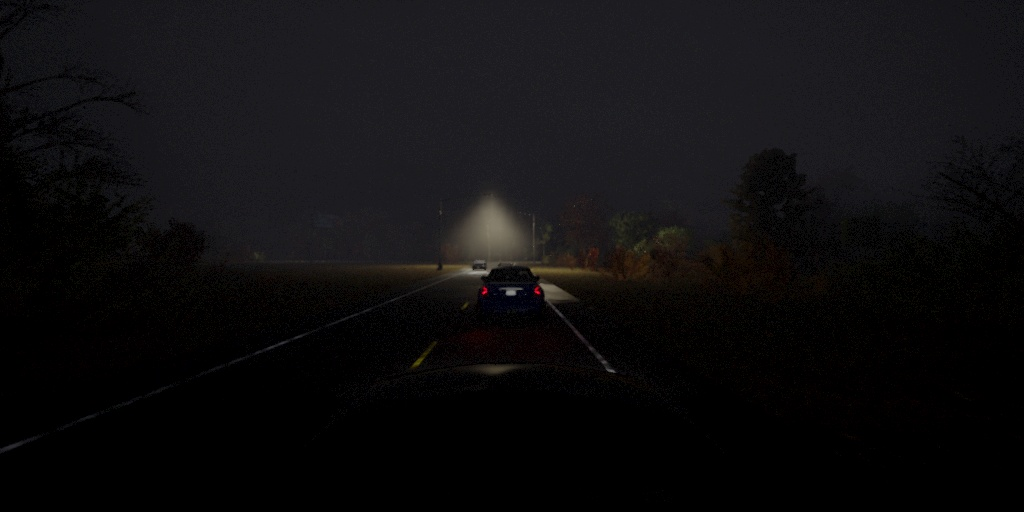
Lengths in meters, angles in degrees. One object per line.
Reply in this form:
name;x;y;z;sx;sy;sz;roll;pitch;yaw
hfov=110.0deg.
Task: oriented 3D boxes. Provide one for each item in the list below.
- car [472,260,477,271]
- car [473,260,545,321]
car;-4.459;1.254;49.764;2.128;1.511;4.902;0;0;-1
car;-0.051;1.108;12.720;2.097;1.767;4.553;0;0;-1
